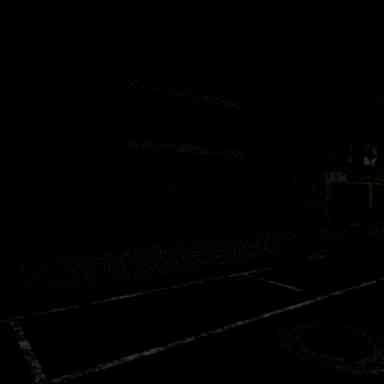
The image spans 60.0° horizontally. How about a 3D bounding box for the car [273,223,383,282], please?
[{"bbox_3d":[4.230,1.587,9.770,4.206,1.307,1.802,0,1,-35],"label":"car"}]
